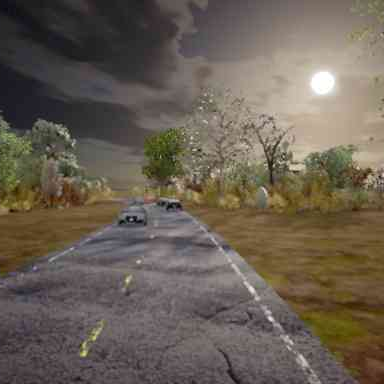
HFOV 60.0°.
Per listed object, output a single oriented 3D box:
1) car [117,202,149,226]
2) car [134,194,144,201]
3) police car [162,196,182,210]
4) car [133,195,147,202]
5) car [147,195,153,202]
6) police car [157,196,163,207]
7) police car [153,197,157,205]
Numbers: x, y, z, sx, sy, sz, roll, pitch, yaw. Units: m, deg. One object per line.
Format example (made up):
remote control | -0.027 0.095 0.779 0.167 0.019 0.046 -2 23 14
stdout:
car | -4.216 1.640 24.230 1.994 1.385 4.181 0 0 -5
car | -14.875 1.507 93.057 2.097 1.767 4.553 0 0 -18
police car | -2.525 1.555 44.456 1.930 1.638 5.238 0 0 -9
car | -10.332 1.699 64.788 1.837 1.490 4.892 0 0 -12
car | -10.019 1.435 76.574 2.097 1.767 4.553 0 0 -15
police car | -4.198 1.585 54.395 1.930 1.638 5.238 0 0 -10
police car | -5.359 1.604 60.330 1.930 1.638 5.238 0 0 -12
